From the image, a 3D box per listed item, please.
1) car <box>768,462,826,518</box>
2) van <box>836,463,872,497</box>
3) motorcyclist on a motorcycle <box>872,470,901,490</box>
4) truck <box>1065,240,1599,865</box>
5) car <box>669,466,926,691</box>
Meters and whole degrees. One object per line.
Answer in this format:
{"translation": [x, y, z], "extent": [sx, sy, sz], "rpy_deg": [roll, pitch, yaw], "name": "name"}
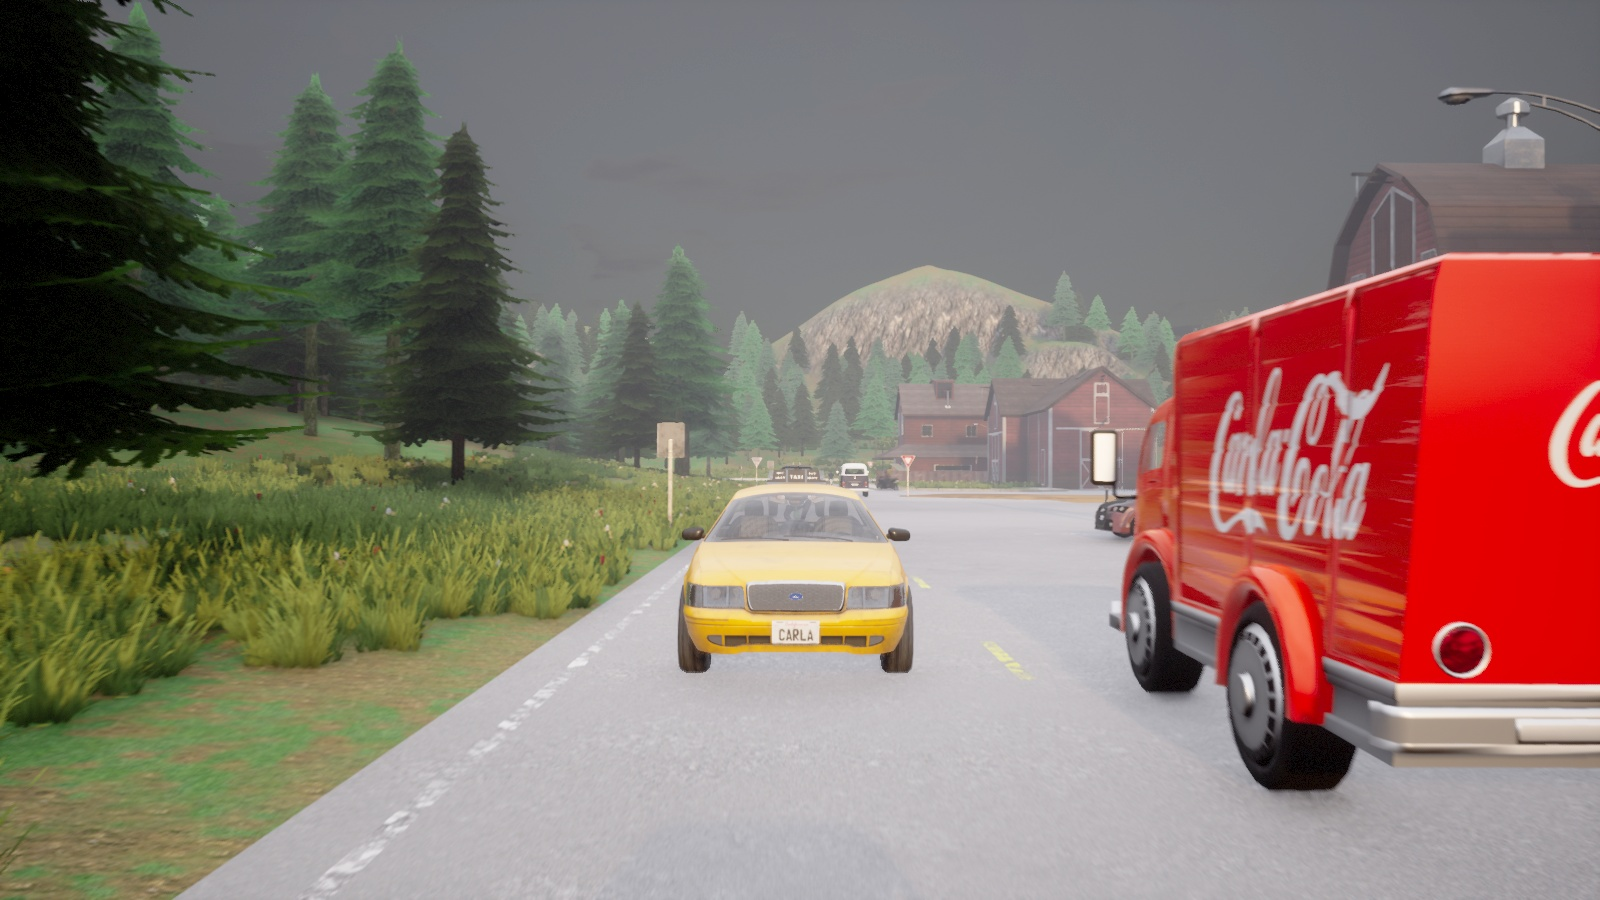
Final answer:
{"translation": [-0.107, 1.370, 44.089], "extent": [1.932, 1.855, 4.605], "rpy_deg": [0, -1, 0], "name": "car"}
{"translation": [3.310, 1.826, 77.712], "extent": [2.069, 2.038, 4.480], "rpy_deg": [0, -1, 0], "name": "van"}
{"translation": [6.453, 2.255, 93.946], "extent": [2.044, 1.523, 0.797], "rpy_deg": [-1, -2, 38], "name": "motorcyclist on a motorcycle"}
{"translation": [3.479, 0.441, 7.580], "extent": [2.627, 2.467, 5.204], "rpy_deg": [0, -1, 0], "name": "truck"}
{"translation": [-0.028, 0.946, 11.513], "extent": [1.801, 1.575, 5.366], "rpy_deg": [0, -1, 0], "name": "car"}
